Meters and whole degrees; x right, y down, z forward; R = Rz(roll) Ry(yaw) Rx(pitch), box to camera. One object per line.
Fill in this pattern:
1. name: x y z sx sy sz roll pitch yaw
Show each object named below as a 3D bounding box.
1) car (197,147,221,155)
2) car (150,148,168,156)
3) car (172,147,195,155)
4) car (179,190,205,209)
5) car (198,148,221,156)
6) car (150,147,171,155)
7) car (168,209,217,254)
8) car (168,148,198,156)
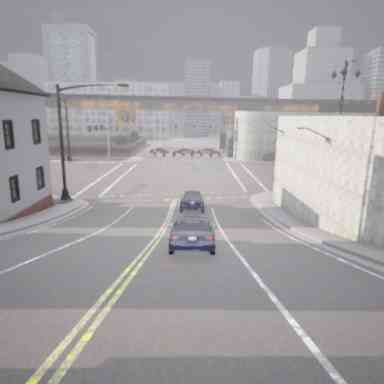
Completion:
1. car: 3.504 -8.513 69.449 4.536 1.218 1.853 8 15 28
2. car: -6.435 -8.342 68.755 4.974 1.542 2.038 13 18 43
3. car: -1.784 -8.426 68.726 4.536 1.218 1.853 -8 16 -35
4. car: 0.027 0.590 28.697 2.097 1.767 4.553 1 8 0
5. car: 3.547 -8.353 69.461 4.974 1.542 2.038 8 15 28
6. car: -6.470 -8.504 68.755 4.536 1.218 1.853 13 18 43
7. car: 0.014 1.670 13.923 2.033 1.411 5.357 1 -1 0
8. car: -1.828 -8.266 68.731 4.974 1.542 2.038 -8 16 -35
